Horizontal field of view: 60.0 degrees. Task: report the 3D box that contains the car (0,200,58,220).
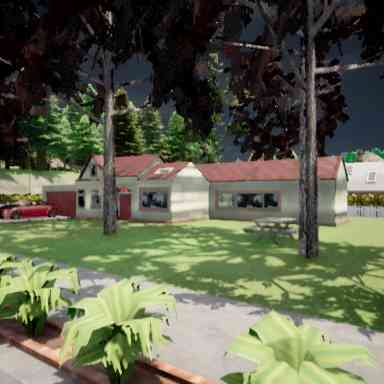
[{"bbox_3d":[-11.977,1.269,24.190,1.994,1.381,4.181,0,0,36],"label":"car"}]
